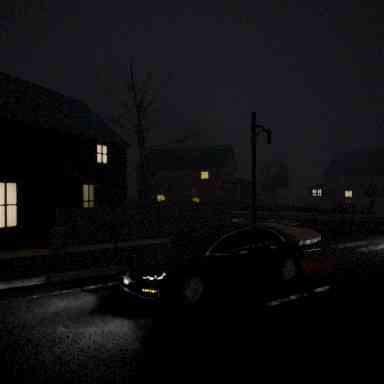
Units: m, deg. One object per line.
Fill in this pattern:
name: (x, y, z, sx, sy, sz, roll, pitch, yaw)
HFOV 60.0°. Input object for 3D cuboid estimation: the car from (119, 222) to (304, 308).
car: (0.676, 1.527, 8.023, 4.892, 1.490, 1.837, 0, 0, -35)

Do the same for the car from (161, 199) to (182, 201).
car: (-1.168, 1.354, 25.708, 4.892, 1.490, 1.837, 2, 1, 22)
